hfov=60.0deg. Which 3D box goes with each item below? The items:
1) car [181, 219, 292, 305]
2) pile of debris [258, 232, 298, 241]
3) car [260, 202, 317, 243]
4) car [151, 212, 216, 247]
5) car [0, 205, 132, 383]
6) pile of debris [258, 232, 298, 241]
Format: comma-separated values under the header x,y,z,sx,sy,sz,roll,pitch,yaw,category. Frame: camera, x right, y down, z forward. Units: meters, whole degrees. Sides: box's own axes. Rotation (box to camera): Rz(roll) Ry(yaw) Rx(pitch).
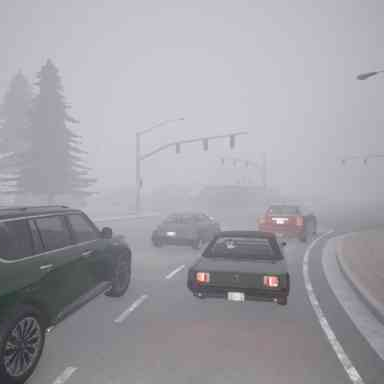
x,y,z,sx,sy,sz,roll,pitch,yaw,category
1.337,1.589,8.142,1.895,1.301,4.718,0,0,14,car
4.210,2.146,16.172,1.500,0.140,1.860,0,0,29,pile of debris
4.830,1.321,16.412,2.097,1.767,4.553,0,0,27,car
-0.104,1.546,14.502,1.994,1.385,4.181,0,0,20,car
-2.784,1.222,5.547,2.150,2.045,5.566,0,0,8,car
4.210,2.146,16.172,1.500,0.140,1.860,0,0,29,pile of debris
